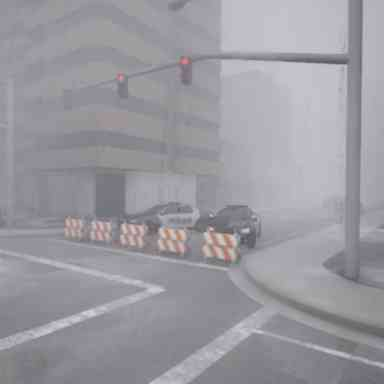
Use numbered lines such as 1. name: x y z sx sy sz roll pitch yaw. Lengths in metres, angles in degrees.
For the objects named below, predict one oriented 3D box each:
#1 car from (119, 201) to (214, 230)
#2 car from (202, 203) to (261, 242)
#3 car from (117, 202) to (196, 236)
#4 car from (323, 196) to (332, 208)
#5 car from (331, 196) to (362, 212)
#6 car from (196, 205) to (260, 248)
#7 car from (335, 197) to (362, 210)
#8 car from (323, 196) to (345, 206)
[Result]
1. car: -1.266 1.152 17.223 4.536 1.218 1.853 0 1 -30
2. car: 1.899 1.205 14.566 1.853 1.218 4.536 1 0 15
3. car: -1.312 1.309 17.198 4.974 1.542 2.038 0 1 -30
4. car: 19.326 1.315 45.234 2.038 1.542 4.974 1 1 35
5. car: 17.129 1.359 36.314 2.038 1.542 4.974 1 1 35
6. car: 1.884 1.363 14.517 2.038 1.542 4.974 1 0 15
7. car: 17.161 1.202 36.355 1.853 1.218 4.536 1 1 35
8. car: 19.357 1.157 45.275 1.853 1.218 4.536 1 1 35
